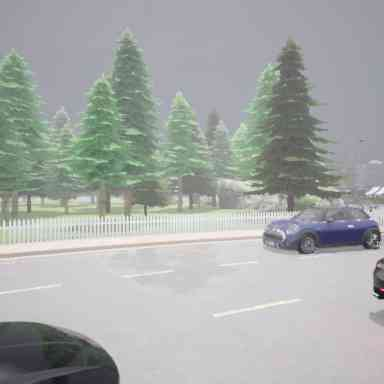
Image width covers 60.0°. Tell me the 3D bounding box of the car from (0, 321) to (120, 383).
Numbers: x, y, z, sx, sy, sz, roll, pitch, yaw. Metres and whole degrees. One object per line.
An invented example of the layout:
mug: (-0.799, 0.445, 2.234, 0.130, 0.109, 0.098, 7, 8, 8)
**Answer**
car: (-2.779, 1.478, 1.581, 5.008, 1.535, 1.882, 0, 0, -37)

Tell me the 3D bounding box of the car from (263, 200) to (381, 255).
car: (5.117, 1.352, 13.231, 4.553, 1.767, 2.097, 0, 0, -19)

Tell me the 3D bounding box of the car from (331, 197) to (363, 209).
car: (22.390, 1.546, 48.394, 2.128, 1.511, 4.902, 0, 0, -4)

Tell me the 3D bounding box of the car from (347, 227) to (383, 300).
car: (5.561, 1.492, 6.093, 4.902, 1.511, 2.128, 0, 0, -24)
